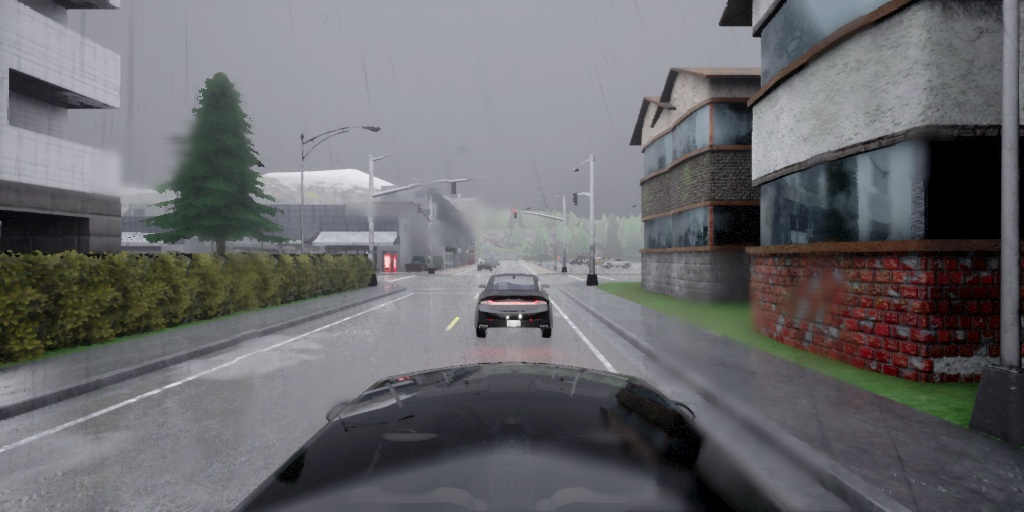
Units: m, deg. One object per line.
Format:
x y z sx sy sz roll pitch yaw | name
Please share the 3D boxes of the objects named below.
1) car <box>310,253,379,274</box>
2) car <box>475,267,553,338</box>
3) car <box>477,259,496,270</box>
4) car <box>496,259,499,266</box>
-13.246 0.794 27.693 5.566 2.045 2.150 0 0 0 | car
0.056 1.242 10.165 2.128 1.511 4.902 0 0 0 | car
-3.590 1.351 48.251 1.895 1.301 4.718 0 0 0 | car
-3.578 1.314 58.278 1.994 1.385 4.181 0 0 0 | car
